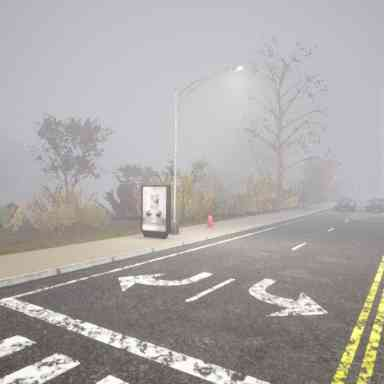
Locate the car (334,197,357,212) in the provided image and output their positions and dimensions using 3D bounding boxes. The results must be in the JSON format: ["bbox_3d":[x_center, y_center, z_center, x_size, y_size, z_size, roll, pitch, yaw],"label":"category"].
[{"bbox_3d":[18.466,1.389,39.926,2.097,1.767,4.553,0,0,30],"label":"car"}]

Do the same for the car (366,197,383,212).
[{"bbox_3d":[21.280,1.392,38.300,2.097,1.767,4.553,0,0,30],"label":"car"}]
